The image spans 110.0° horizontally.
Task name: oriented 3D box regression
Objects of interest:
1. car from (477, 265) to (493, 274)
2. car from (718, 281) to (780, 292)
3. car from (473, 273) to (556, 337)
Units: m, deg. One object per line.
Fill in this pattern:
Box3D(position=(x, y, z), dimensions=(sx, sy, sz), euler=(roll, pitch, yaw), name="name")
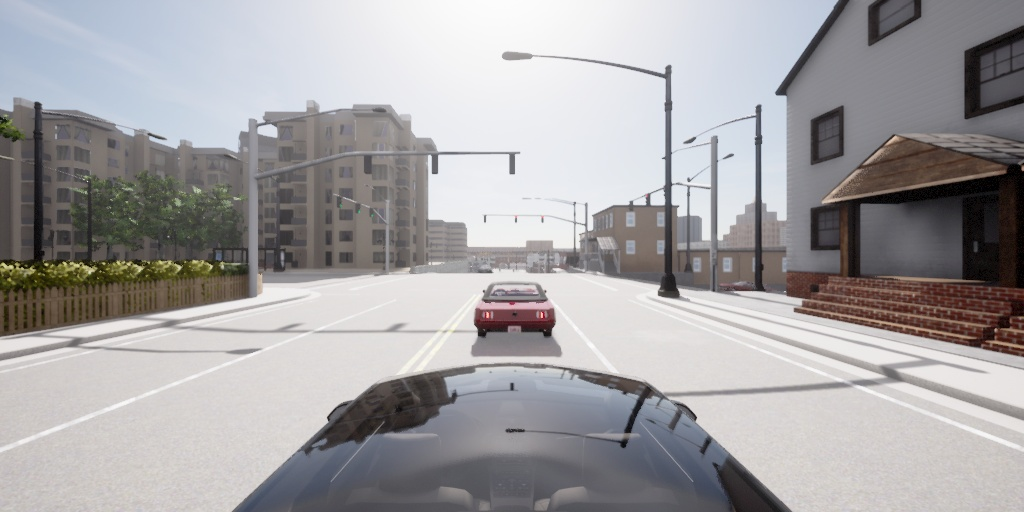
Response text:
Box3D(position=(-3.585, 1.911, 48.532), dimensions=(1.812, 1.442, 4.674), euler=(0, -6, 0), name="car")
Box3D(position=(19.680, 2.838, 30.132), dimensions=(5.008, 1.535, 1.882), euler=(8, 0, 1), name="car")
Box3D(position=(0.076, 1.346, 10.218), dimensions=(1.895, 1.301, 4.718), euler=(0, 0, 0), name="car")
